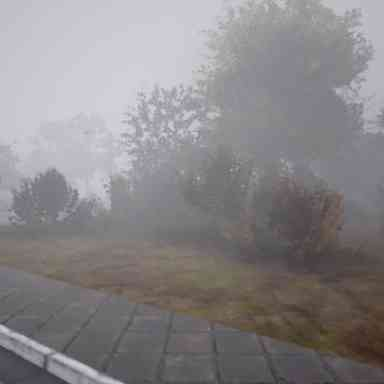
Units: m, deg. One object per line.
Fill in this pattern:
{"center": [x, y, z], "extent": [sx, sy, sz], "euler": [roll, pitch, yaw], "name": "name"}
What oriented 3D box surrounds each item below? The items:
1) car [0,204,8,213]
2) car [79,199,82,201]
{"center": [-19.636, 1.462, 30.436], "extent": [2.033, 1.411, 5.357], "euler": [0, 0, 36], "name": "car"}
{"center": [-14.155, 1.460, 39.171], "extent": [2.033, 1.411, 5.357], "euler": [0, 0, 32], "name": "car"}
